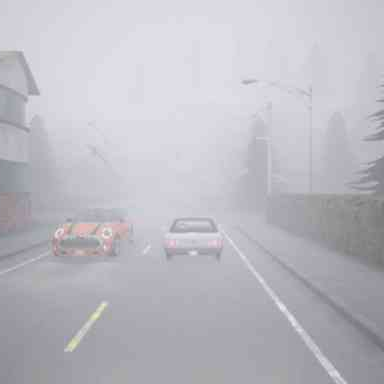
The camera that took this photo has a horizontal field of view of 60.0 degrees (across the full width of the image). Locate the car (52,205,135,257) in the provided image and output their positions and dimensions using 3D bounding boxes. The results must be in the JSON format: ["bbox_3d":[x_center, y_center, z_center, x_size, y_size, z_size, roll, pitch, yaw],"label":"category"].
[{"bbox_3d":[-3.563,1.335,12.798,2.097,1.767,4.553,0,0,0],"label":"car"}]

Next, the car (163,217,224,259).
[{"bbox_3d":[0.061,1.585,12.429,1.895,1.301,4.718,0,0,0],"label":"car"}]
